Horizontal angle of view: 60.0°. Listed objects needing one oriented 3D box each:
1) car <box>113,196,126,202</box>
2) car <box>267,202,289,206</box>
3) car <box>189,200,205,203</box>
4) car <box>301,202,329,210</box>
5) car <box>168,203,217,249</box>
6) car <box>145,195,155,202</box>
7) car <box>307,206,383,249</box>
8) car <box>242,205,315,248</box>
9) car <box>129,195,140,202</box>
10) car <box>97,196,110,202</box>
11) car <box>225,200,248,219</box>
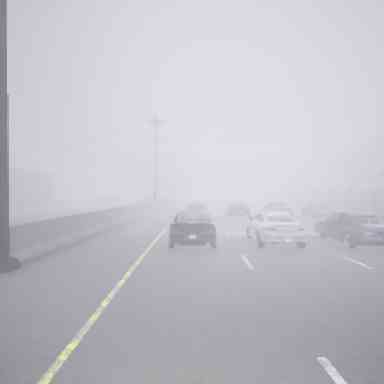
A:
[{"bbox_3d":[-16.235,1.537,74.352,1.895,1.301,4.718,0,0,0],"label":"car"},{"bbox_3d":[7.456,1.561,29.245,2.033,1.411,5.357,0,0,2],"label":"car"},{"bbox_3d":[0.459,1.482,29.473,1.882,1.535,5.008,0,0,2],"label":"car"},{"bbox_3d":[10.954,1.570,29.130,1.994,1.385,4.181,0,0,2],"label":"car"},{"bbox_3d":[0.053,1.482,14.573,1.882,1.535,5.008,0,0,1],"label":"car"},{"bbox_3d":[-9.235,1.482,74.322,2.033,1.411,5.357,0,0,0],"label":"car"},{"bbox_3d":[7.052,1.560,14.470,2.033,1.411,5.357,0,0,1],"label":"car"},{"bbox_3d":[3.553,1.530,14.522,1.812,1.442,4.674,0,0,1],"label":"car"},{"bbox_3d":[-12.735,1.442,74.352,1.837,1.490,4.892,0,0,0],"label":"car"},{"bbox_3d":[-19.735,1.537,74.382,1.895,1.301,4.718,0,0,0],"label":"car"},{"bbox_3d":[3.957,1.482,29.359,1.882,1.535,5.008,0,0,2],"label":"car"}]
